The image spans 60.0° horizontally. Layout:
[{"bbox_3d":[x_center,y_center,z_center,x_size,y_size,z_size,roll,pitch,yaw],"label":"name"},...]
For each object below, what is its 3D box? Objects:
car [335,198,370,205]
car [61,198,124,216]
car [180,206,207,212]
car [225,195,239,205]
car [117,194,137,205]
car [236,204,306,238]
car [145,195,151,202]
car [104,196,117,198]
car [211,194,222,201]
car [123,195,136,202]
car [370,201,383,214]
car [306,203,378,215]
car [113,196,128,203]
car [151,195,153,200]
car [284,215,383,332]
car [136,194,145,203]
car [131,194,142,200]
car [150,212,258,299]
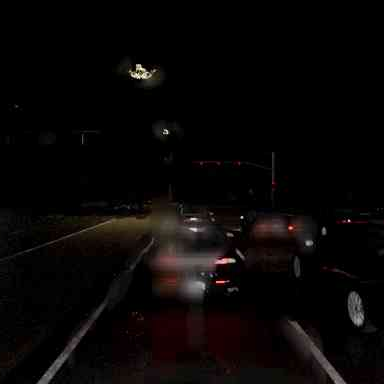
[{"bbox_3d":[21.223,1.543,43.696,5.357,1.411,2.033,0,0,1],"label":"car"},{"bbox_3d":[-9.641,1.544,32.098,5.357,1.411,2.033,0,0,-3],"label":"car"},{"bbox_3d":[0.071,1.503,17.852,1.837,1.490,4.892,0,0,0],"label":"car"},{"bbox_3d":[6.885,1.346,57.503,2.097,1.767,4.553,0,0,1],"label":"car"},{"bbox_3d":[-11.699,1.558,60.152,1.994,1.385,4.181,0,0,1],"label":"car"},{"bbox_3d":[3.575,1.546,16.448,2.033,1.411,5.357,0,0,0],"label":"car"},{"bbox_3d":[-11.636,1.517,79.244,1.812,1.442,4.674,0,0,0],"label":"car"},{"bbox_3d":[-15.159,1.472,60.631,1.882,1.535,5.008,0,0,0],"label":"car"},{"bbox_3d":[6.852,1.544,87.860,1.994,1.385,4.181,0,0,0],"label":"car"},{"bbox_3d":[-15.138,1.518,80.512,2.128,1.511,4.902,0,0,0],"label":"car"},{"bbox_3d":[20.958,1.502,33.195,4.892,1.490,1.837,0,0,0],"label":"car"},{"bbox_3d":[7.072,1.503,16.915,1.837,1.490,4.892,0,0,0],"label":"car"},{"bbox_3d":[-15.120,1.533,70.409,2.033,1.411,5.357,0,0,0],"label":"car"},{"bbox_3d":[-11.644,1.516,89.651,2.128,1.511,4.902,0,0,0],"label":"car"},{"bbox_3d":[3.588,1.477,6.829,1.882,1.535,5.008,0,0,0],"label":"car"},{"bbox_3d":[-11.618,1.494,68.974,1.837,1.490,4.892,0,0,0],"label":"car"},{"bbox_3d":[-15.136,1.340,90.678,2.097,1.767,4.553,0,0,0],"label":"car"},{"bbox_3d":[0.084,1.491,8.431,2.128,1.511,4.902,0,0,0],"label":"car"}]
